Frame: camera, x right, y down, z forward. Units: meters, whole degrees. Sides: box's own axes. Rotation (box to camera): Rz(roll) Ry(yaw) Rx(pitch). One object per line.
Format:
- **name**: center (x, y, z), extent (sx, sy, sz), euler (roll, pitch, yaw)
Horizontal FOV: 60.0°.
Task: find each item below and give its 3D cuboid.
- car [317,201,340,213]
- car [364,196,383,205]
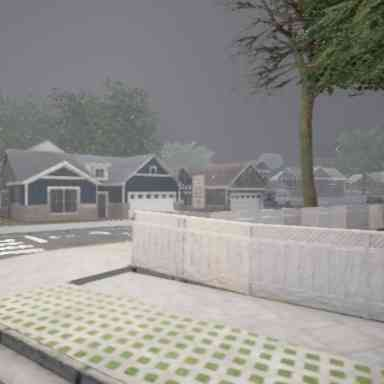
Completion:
- **car**: center (13.488, 1.716, 34.191), extent (4.892, 1.490, 1.837), euler (0, 0, -37)
- **car**: center (20.967, 1.446, 36.173), extent (5.566, 2.045, 2.150), euler (0, 0, -35)
